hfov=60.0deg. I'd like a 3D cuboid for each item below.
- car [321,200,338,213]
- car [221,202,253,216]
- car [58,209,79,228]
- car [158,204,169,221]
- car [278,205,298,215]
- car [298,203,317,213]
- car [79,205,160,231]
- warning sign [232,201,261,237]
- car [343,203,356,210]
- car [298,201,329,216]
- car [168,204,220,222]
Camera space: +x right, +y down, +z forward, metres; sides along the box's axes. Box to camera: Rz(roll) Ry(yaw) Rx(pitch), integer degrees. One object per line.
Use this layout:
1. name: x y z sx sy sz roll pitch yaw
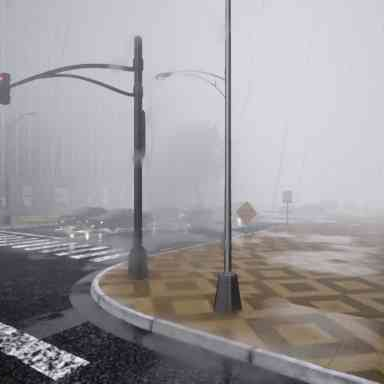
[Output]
1. car: 21.762 2.254 53.069 2.150 2.045 5.566 0 -1 33
2. car: 5.790 2.035 40.371 2.097 1.767 4.553 0 -1 33
3. car: -7.828 1.844 25.166 1.812 1.442 4.674 0 -1 31
4. car: -2.864 1.988 32.916 1.837 1.490 4.892 0 -1 33
5. car: 13.573 2.450 46.230 1.895 1.301 4.718 0 -1 33
6. car: 19.008 2.592 54.795 1.994 1.385 4.181 0 -1 33
7. car: -4.956 1.874 23.638 2.033 1.411 5.357 0 -1 33
8. warning sign: 3.050 1.454 18.585 1.300 1.860 1.060 1 1 33
9. car: 31.294 2.837 65.824 1.812 1.442 4.674 0 -1 33
10. car: 16.242 2.342 44.378 2.128 1.511 4.902 0 -1 33
11. car: 0.306 1.992 31.840 2.128 1.511 4.902 0 -1 33
